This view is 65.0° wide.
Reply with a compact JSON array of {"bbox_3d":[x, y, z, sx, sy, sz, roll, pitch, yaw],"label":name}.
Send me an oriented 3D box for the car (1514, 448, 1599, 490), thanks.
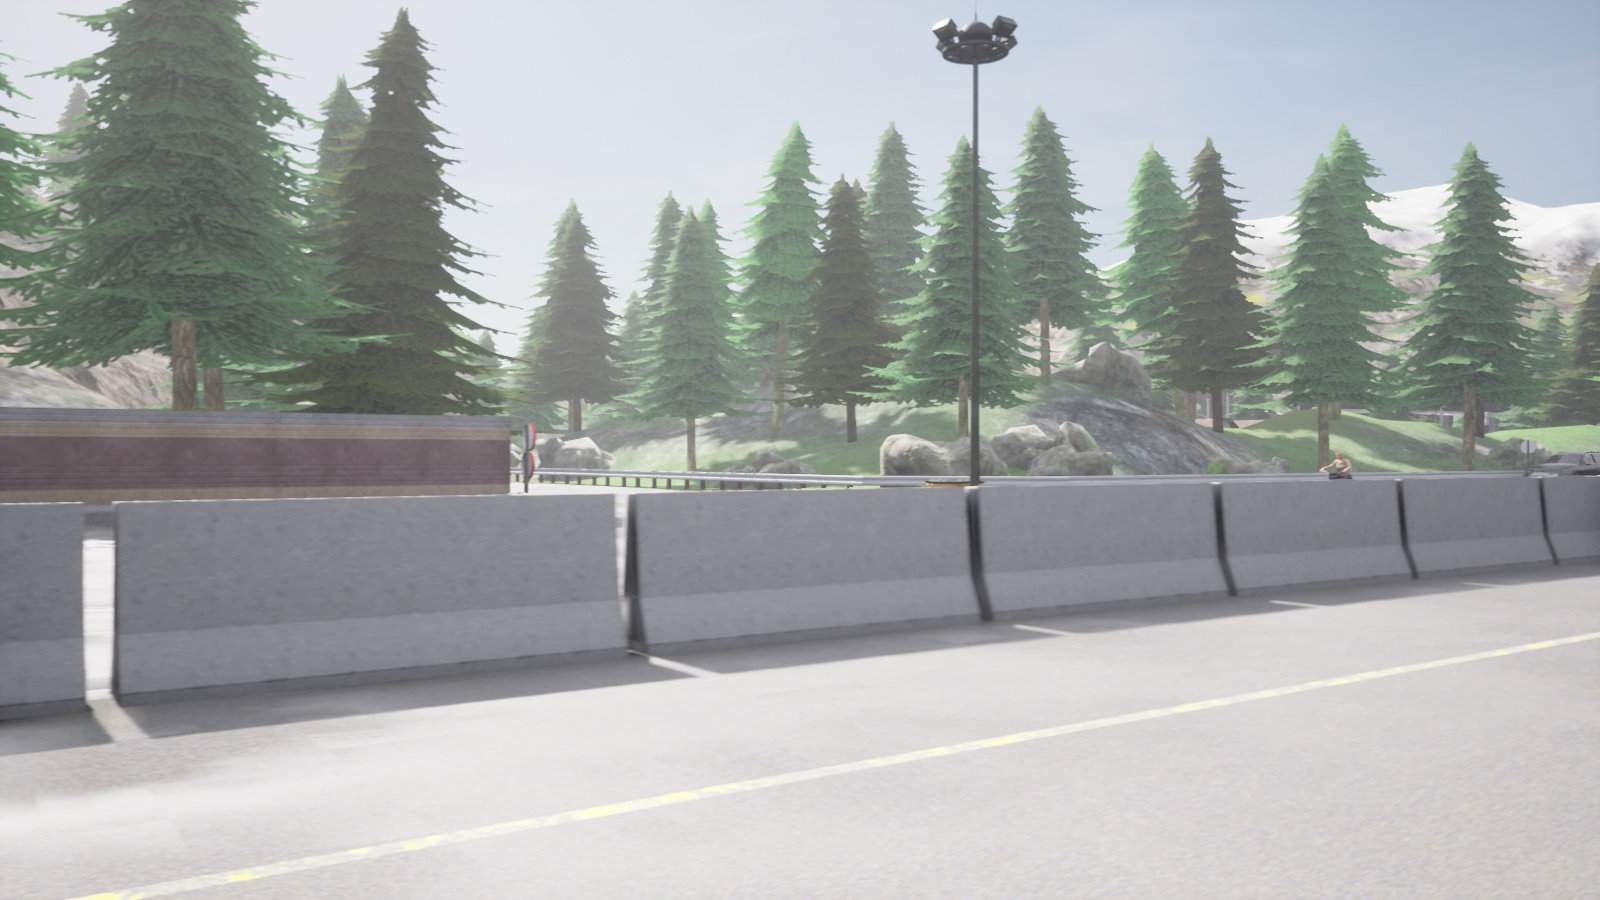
[{"bbox_3d":[31.208,0.734,50.889,4.856,1.649,2.033,0,0,-35],"label":"car"}]
